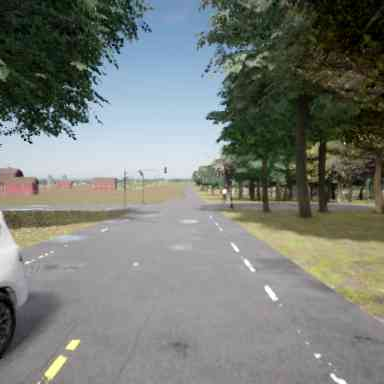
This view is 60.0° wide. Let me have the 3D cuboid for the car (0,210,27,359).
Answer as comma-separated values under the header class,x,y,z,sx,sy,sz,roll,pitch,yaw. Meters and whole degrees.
class,x,y,z,sx,sy,sz,roll,pitch,yaw
car,-3.600,1.220,2.842,2.150,2.045,5.566,0,0,0
